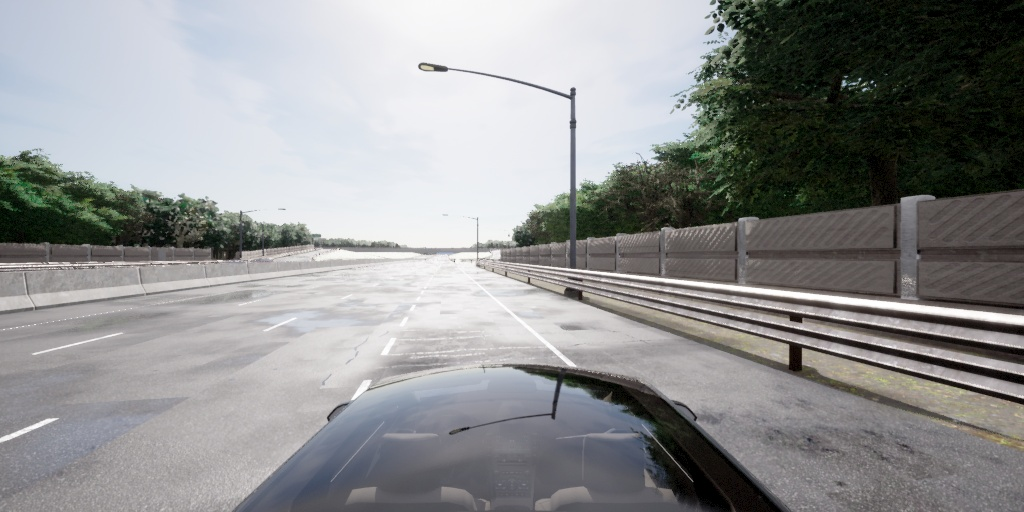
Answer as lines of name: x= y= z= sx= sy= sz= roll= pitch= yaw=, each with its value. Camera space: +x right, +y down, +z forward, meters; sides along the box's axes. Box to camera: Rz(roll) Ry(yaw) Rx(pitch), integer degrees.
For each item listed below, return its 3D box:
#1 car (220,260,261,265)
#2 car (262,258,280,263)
car: x=-27.613 y=1.337 z=35.963 sx=1.994 sy=1.385 sz=4.181 roll=0 pitch=0 yaw=-10
car: x=-34.188 y=1.363 z=52.716 sx=1.994 sy=1.385 sz=4.181 roll=0 pitch=0 yaw=-10
